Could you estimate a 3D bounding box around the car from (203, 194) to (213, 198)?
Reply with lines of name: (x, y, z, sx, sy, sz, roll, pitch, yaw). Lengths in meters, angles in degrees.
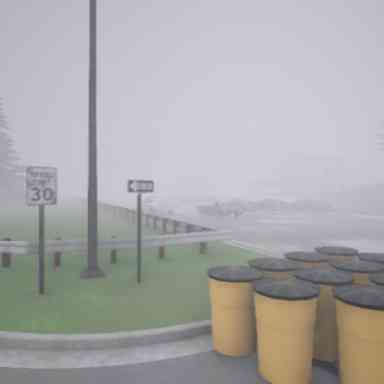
car: (2.114, 1.133, 53.023, 1.837, 1.490, 4.892, 0, 0, -24)

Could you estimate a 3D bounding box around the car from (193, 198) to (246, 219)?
car: (2.132, 1.414, 27.149, 1.895, 1.301, 4.718, 0, 0, -24)

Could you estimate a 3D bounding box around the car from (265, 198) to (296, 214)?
car: (7.400, 1.285, 32.530, 2.128, 1.511, 4.902, 0, 0, -24)

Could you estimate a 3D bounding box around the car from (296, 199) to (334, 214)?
car: (11.250, 1.356, 32.482, 2.033, 1.411, 5.357, 0, 0, -24)

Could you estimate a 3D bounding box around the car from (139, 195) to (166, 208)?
car: (-5.239, 1.216, 43.717, 2.033, 1.411, 5.357, 0, 0, -24)

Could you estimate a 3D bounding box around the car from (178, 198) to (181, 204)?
car: (-3.710, 1.238, 48.895, 1.895, 1.301, 4.718, 0, 0, -24)

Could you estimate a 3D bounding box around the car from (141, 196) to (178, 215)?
car: (-3.198, 1.296, 30.485, 1.812, 1.442, 4.674, 0, 0, -24)

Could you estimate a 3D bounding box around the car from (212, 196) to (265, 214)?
car: (4.201, 1.284, 31.107, 2.128, 1.511, 4.902, 0, 0, -24)

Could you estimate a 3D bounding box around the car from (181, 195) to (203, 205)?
car: (-0.514, 1.239, 50.319, 1.895, 1.301, 4.718, 0, 0, -24)
